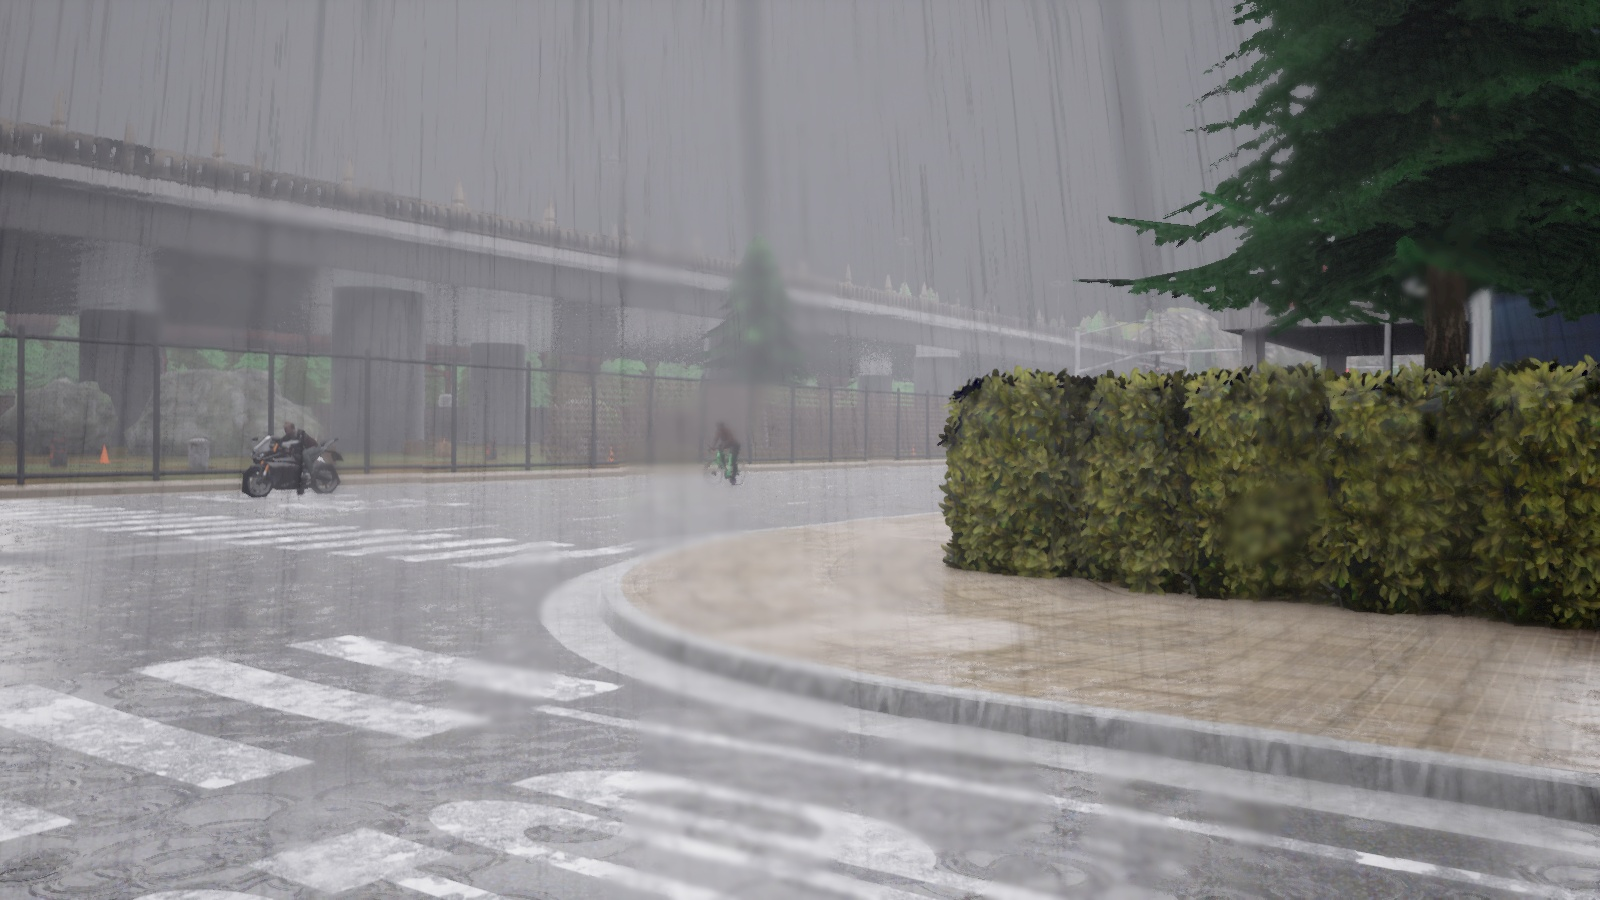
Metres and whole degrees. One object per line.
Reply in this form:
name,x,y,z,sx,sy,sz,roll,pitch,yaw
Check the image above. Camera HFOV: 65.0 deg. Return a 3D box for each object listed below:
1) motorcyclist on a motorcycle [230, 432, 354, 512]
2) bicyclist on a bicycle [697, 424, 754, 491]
motorcyclist on a motorcycle,-10.195,0.406,25.269,0.866,1.530,2.191,0,1,34
bicyclist on a bicycle,-1.863,0.170,31.626,0.582,1.620,1.656,0,1,32
